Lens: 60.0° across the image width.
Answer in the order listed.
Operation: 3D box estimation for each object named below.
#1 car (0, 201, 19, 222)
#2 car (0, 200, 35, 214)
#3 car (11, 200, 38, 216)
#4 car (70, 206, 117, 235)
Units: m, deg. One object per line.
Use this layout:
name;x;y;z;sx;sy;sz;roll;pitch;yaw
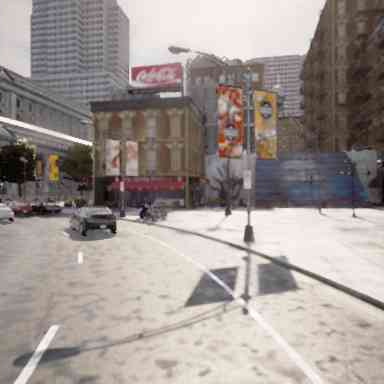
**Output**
car;-15.684;1.633;26.459;1.812;1.442;4.674;0;0;-44
car;-20.668;1.668;38.874;4.674;1.452;2.002;0;0;31
car;-17.398;1.650;32.622;4.674;1.442;1.812;0;0;40
car;-5.770;1.557;19.260;1.837;1.490;4.892;0;-1;-29
